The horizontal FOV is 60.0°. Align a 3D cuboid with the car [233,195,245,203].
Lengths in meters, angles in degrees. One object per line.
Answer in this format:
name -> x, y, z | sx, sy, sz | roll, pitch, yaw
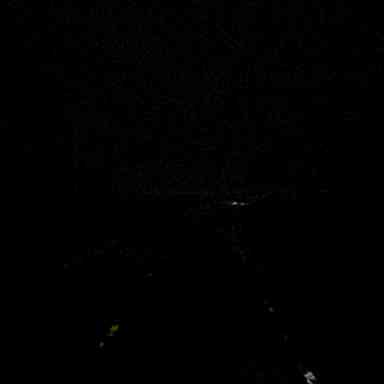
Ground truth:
car -> 9.625, 1.327, 67.991 | 1.882, 1.535, 5.008 | 0, 0, 14
